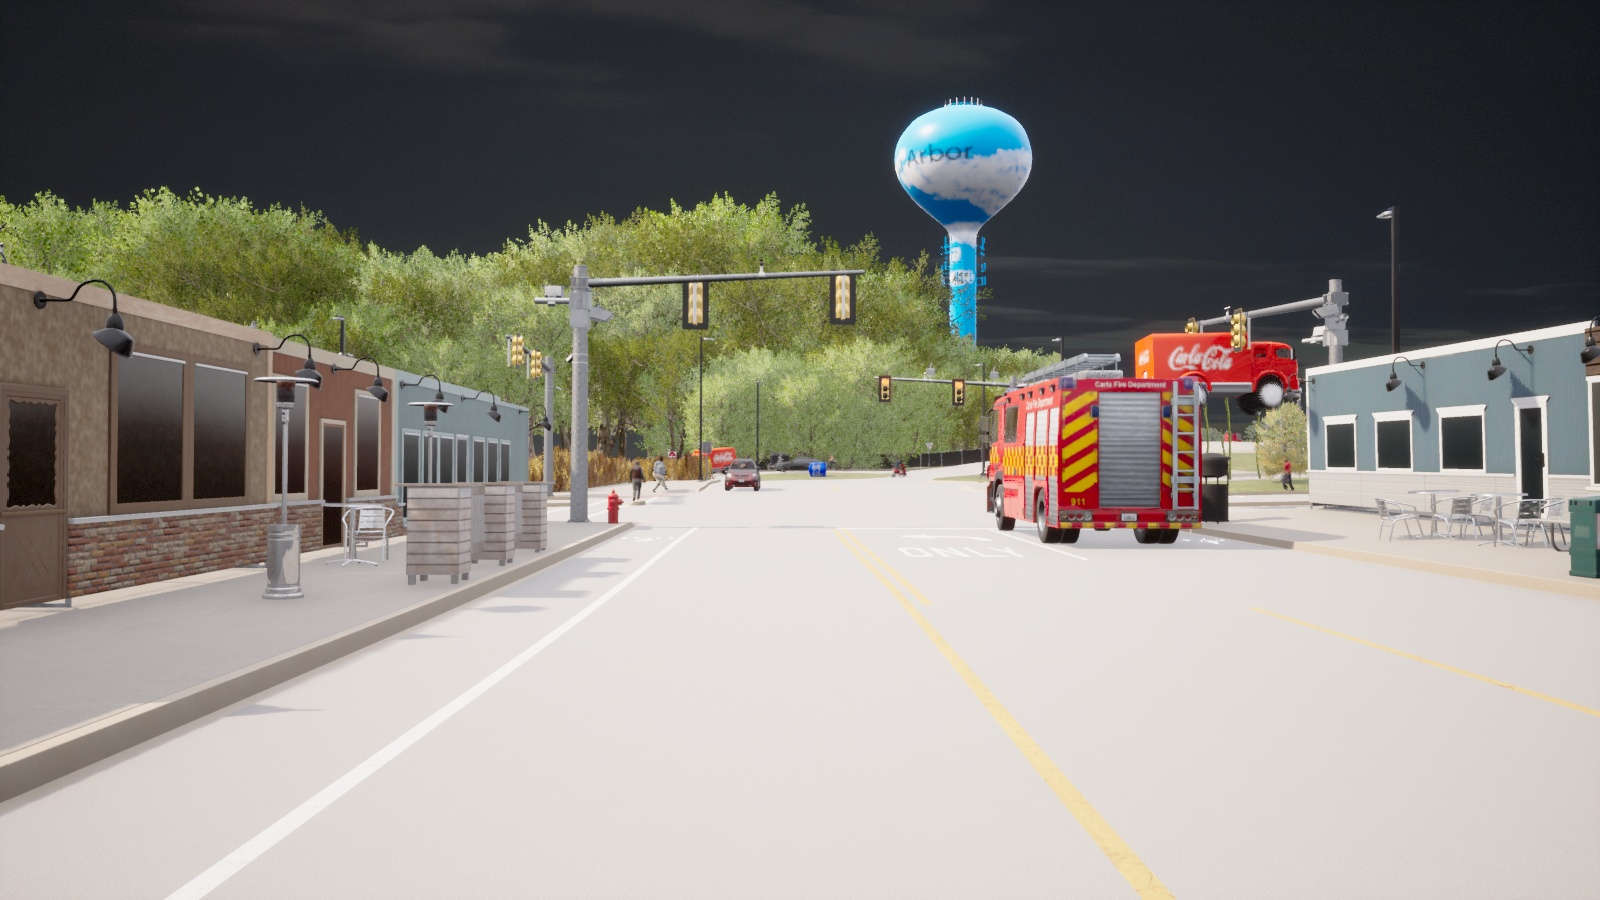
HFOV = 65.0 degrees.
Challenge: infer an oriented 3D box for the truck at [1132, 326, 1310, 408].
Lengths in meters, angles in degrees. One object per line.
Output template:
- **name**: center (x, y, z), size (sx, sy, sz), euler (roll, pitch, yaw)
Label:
- **truck**: center (14.480, -2.842, 43.500), size (5.204, 2.467, 2.627), euler (-1, -3, 0)

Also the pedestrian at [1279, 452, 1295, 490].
- **pedestrian**: center (23.810, 1.018, 61.438), size (0.636, 1.846, 0.331), euler (0, -1, -8)

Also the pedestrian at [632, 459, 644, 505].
- **pedestrian**: center (-6.652, 1.309, 51.530), size (0.376, 1.854, 0.720), euler (0, -1, 1)

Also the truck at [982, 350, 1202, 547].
- **truck**: center (6.313, 0.008, 28.718), size (2.891, 3.827, 8.468), euler (0, -1, -1)

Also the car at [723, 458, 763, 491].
- **car**: center (-2.920, 1.248, 64.968), size (1.851, 1.617, 3.988), euler (0, 1, 0)

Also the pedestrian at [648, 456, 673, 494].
- **pedestrian**: center (-6.837, 1.215, 61.488), size (0.900, 1.855, 0.874), euler (-1, -1, 24)
